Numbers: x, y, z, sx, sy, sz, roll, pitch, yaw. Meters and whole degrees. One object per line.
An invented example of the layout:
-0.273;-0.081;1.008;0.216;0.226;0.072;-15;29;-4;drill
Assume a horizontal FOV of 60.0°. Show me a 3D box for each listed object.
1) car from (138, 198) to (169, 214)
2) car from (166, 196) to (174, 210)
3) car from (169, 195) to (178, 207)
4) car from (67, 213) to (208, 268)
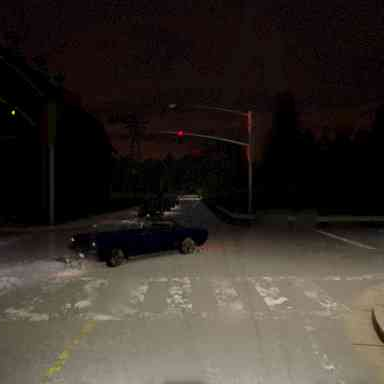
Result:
-3.550;1.547;29.836;2.033;1.411;5.357;0;0;0;car
-3.533;1.505;39.581;1.837;1.490;4.892;0;0;0;car
-3.511;1.526;48.878;1.812;1.442;4.674;0;0;0;car
-1.727;1.589;11.482;4.718;1.301;1.895;0;0;-43;car
